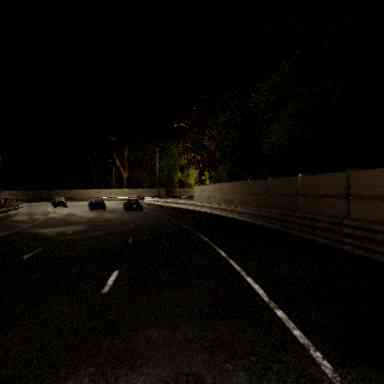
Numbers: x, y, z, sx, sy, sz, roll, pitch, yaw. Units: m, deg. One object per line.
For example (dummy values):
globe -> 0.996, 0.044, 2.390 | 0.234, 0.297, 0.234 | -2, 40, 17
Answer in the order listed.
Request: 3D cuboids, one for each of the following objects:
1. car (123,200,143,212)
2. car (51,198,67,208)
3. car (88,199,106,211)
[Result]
car -> -7.197, 1.614, 40.305 | 1.994, 1.385, 4.181 | -1, 0, -17
car -> -20.731, 1.684, 51.887 | 2.128, 1.511, 4.902 | -1, 0, -29
car -> -12.263, 1.596, 42.712 | 2.128, 1.511, 4.902 | 0, 0, -23
